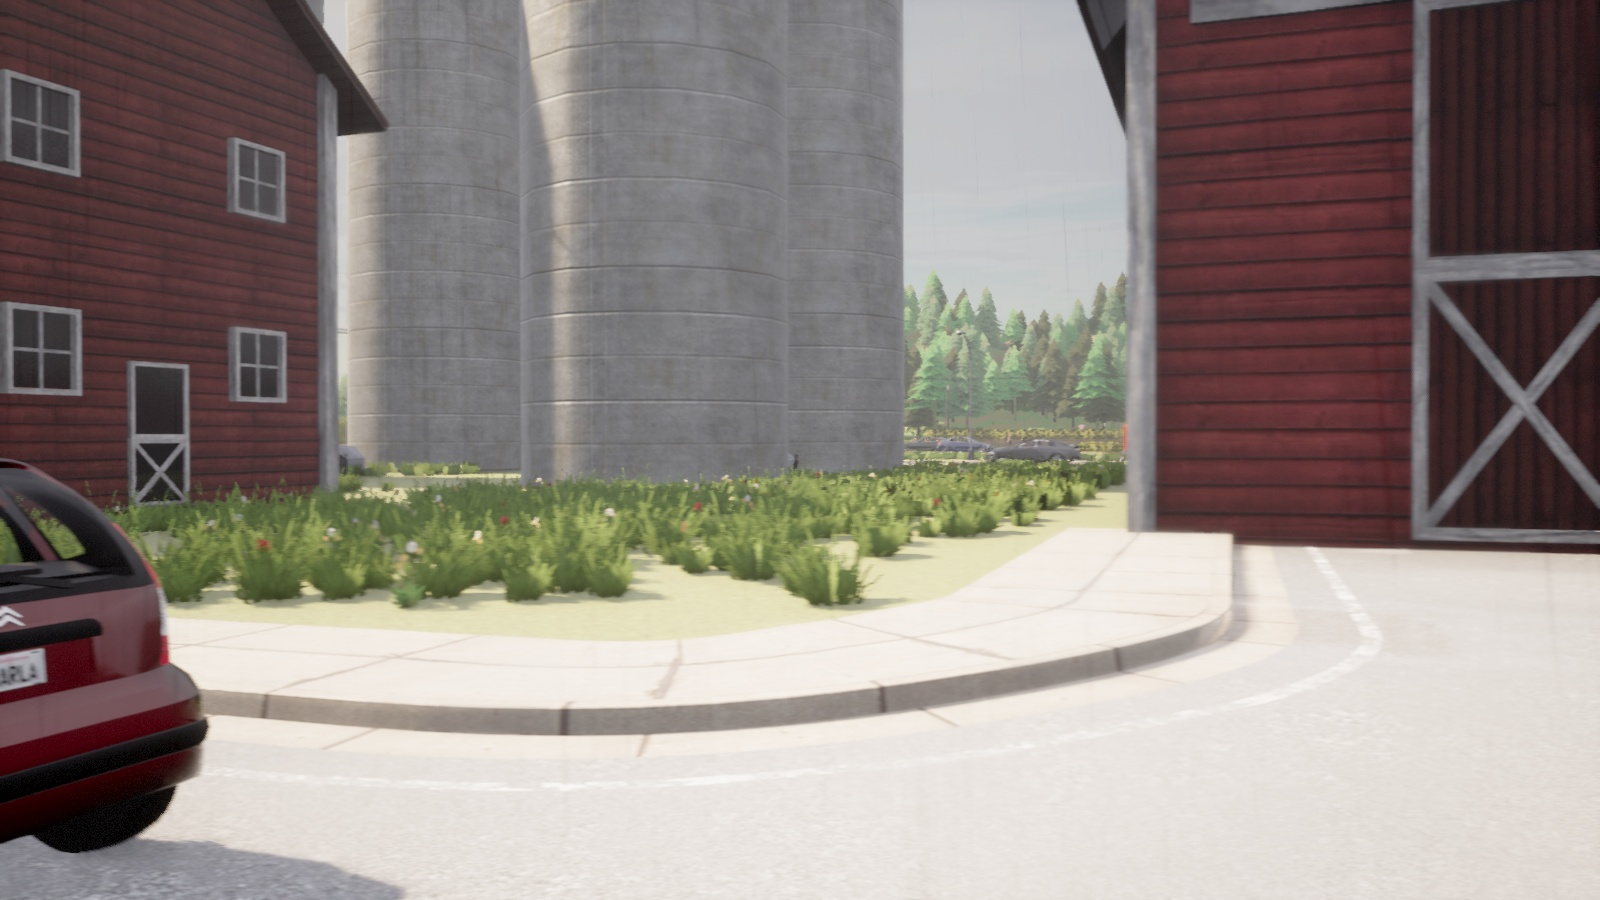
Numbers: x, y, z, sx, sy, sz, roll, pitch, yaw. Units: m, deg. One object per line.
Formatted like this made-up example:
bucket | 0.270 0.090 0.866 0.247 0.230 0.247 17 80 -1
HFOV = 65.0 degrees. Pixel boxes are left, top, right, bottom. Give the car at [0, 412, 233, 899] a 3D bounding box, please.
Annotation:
car | -4.408 0.671 4.681 3.988 1.617 1.851 1 1 19

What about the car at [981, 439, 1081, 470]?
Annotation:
car | 12.062 0.218 65.520 4.902 1.511 2.128 0 1 19
